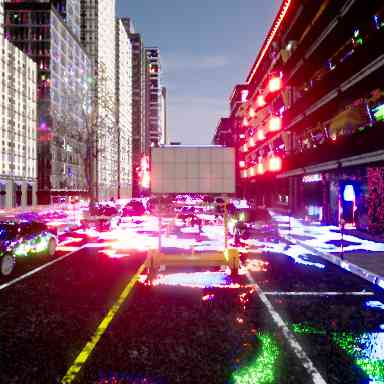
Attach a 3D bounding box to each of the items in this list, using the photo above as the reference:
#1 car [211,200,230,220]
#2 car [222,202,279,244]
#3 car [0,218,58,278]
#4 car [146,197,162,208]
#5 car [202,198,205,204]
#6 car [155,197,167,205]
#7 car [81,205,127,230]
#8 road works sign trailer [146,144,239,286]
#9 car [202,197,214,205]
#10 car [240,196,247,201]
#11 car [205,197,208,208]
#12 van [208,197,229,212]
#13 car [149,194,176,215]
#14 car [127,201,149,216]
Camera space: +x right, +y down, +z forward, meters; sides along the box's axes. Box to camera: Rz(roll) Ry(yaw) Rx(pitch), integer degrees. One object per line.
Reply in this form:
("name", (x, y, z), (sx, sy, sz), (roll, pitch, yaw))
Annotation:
("car", (2.759, 1.591, 26.774), (1.802, 1.307, 4.206), (0, 0, 0))
("car", (2.730, 1.443, 15.708), (1.967, 1.590, 4.097), (0, 0, 0))
("car", (-5.664, 1.546, 10.197), (1.887, 1.381, 4.507), (0, 0, 0))
("car", (-5.565, 1.552, 48.756), (1.752, 1.417, 4.829), (0, 0, 0))
("car", (2.816, 1.578, 48.904), (2.008, 1.369, 4.403), (0, 0, 0))
("car", (-5.536, 1.584, 59.992), (1.887, 1.381, 4.507), (0, 0, 0))
("car", (-5.636, 1.531, 21.093), (1.752, 1.417, 4.829), (0, 0, 0))
("road works sign trailer", (0.024, 0.465, 9.385), (2.380, 3.560, 2.880), (0, 0, 0))
("car", (2.844, 1.590, 59.970), (2.008, 1.369, 4.403), (0, 0, 0))
("car", (13.631, 1.409, 79.348), (4.403, 1.369, 2.008), (-1, 1, 0))
("car", (2.787, 1.458, 37.839), (1.967, 1.590, 4.097), (0, 0, 0))
("van", (2.773, 1.354, 32.306), (1.690, 1.788, 3.998), (0, 0, 0))
("car", (-3.009, 1.366, 33.234), (2.097, 1.767, 4.553), (0, 0, 0))
("car", (-5.607, 1.595, 32.329), (1.802, 1.307, 4.206), (0, 0, 0))
